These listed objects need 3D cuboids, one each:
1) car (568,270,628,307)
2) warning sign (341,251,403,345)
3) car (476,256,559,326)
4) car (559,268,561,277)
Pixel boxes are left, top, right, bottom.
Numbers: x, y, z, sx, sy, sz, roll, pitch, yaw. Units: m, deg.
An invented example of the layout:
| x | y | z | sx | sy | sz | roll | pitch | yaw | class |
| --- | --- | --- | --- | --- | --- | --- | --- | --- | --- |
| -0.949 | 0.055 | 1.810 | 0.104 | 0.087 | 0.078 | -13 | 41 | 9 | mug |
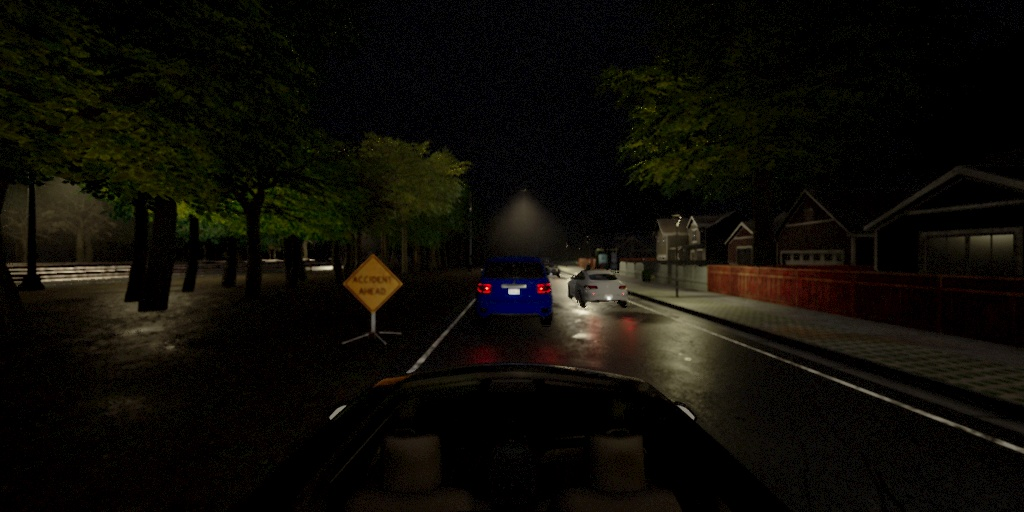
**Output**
| x | y | z | sx | sy | sz | roll | pitch | yaw | class |
| --- | --- | --- | --- | --- | --- | --- | --- | --- | --- |
| 3.593 | 1.315 | 15.547 | 1.812 | 1.442 | 4.674 | 0 | 0 | 0 | car |
| -3.045 | 0.887 | 7.876 | 1.300 | 1.860 | 1.060 | 0 | 0 | 0 | warning sign |
| 0.082 | 1.006 | 11.899 | 2.150 | 2.045 | 5.566 | 0 | 0 | 1 | car |
| 3.621 | 1.398 | 35.736 | 1.895 | 1.301 | 4.718 | 0 | 0 | 0 | car |
